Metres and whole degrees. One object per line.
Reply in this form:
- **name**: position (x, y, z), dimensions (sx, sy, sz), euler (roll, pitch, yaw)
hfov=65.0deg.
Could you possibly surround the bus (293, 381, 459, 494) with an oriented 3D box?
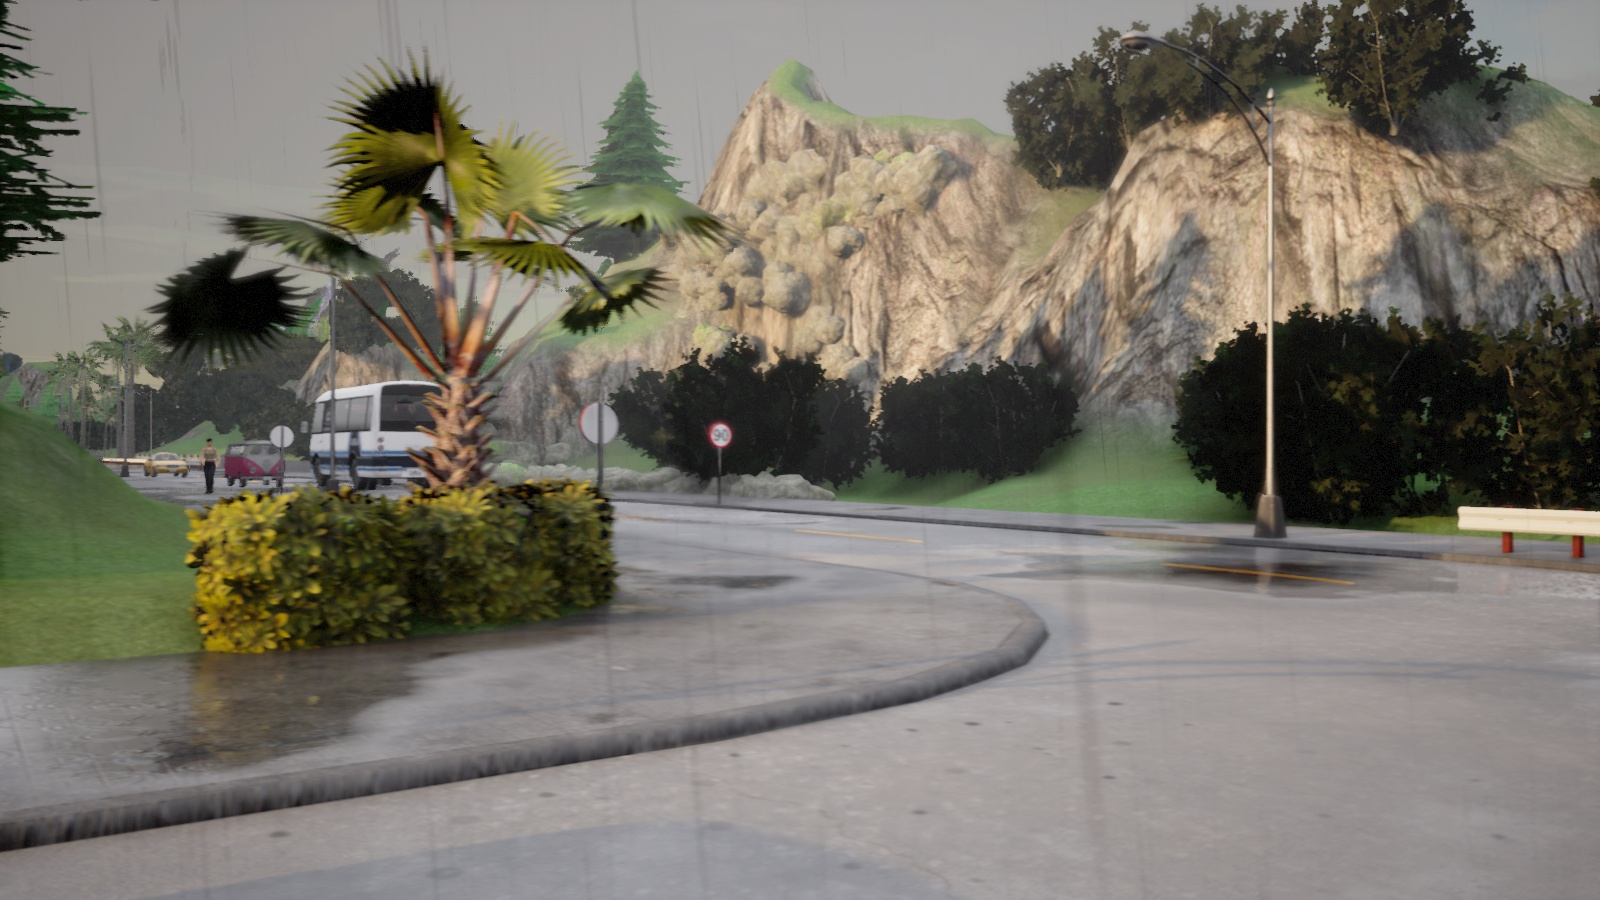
- **bus**: position (-18.098, -0.459, 52.994), dimensions (3.944, 4.253, 10.273), euler (0, 0, -35)

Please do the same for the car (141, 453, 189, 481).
- **car**: position (-37.119, 0.949, 73.348), dimensions (1.801, 1.575, 5.366), euler (0, 0, -35)

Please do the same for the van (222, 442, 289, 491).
- **van**: position (-23.113, 0.681, 53.202), dimensions (1.775, 1.987, 4.442), euler (0, 0, -35)

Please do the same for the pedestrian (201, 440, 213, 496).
- **pedestrian**: position (-19.535, 0.597, 41.377), dimensions (0.345, 1.836, 0.594), euler (0, 0, -22)
